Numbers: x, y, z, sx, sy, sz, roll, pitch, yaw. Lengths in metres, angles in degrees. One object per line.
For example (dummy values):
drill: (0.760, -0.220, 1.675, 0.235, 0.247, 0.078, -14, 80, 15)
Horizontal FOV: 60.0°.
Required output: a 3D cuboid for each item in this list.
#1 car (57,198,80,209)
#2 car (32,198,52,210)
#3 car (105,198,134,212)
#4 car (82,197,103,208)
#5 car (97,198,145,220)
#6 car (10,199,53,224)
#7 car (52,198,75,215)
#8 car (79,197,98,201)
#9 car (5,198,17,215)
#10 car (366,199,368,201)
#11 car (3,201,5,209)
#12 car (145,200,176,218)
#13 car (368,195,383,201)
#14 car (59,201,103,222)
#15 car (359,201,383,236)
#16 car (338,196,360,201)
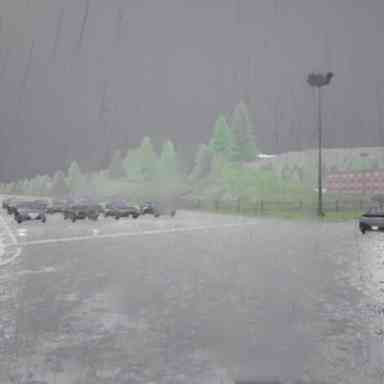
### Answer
car: (-17.649, 1.585, 47.417, 2.033, 1.411, 5.357, 0, 0, -31)
car: (-20.557, 1.613, 45.476, 1.994, 1.385, 4.181, 0, 0, -31)
car: (-8.616, 1.518, 39.356, 1.837, 1.490, 4.892, 0, 0, -31)
car: (-14.902, 1.532, 49.641, 1.837, 1.490, 4.892, 0, 1, -31)
car: (-6.279, 1.557, 28.846, 2.033, 1.411, 5.357, 0, 0, -32)
car: (-12.368, 1.522, 25.388, 2.128, 1.511, 4.902, 0, 0, -31)
car: (-13.780, 1.536, 34.380, 1.837, 1.490, 4.892, 0, 0, -31)
car: (-11.574, 1.375, 37.479, 2.097, 1.767, 4.553, 0, 0, -32)
car: (-17.986, 1.522, 34.542, 1.882, 1.535, 5.008, 0, 0, -31)
car: (36.630, 1.343, 65.243, 2.033, 1.411, 5.357, 0, 0, -13)
car: (-24.368, 1.564, 45.002, 1.837, 1.490, 4.892, 0, 1, -31)
car: (-3.178, 1.490, 30.489, 2.128, 1.511, 4.902, 0, 0, -31)
car: (33.733, 1.395, 58.522, 1.812, 1.442, 4.674, 0, 0, -3)
car: (-8.879, 1.620, 26.391, 1.895, 1.301, 4.718, 0, 0, -32)
car: (10.301, 1.453, 17.154, 4.902, 1.511, 2.128, 0, 0, -43)
car: (32.323, 1.464, 68.430, 1.895, 1.301, 4.718, 0, 0, -17)
